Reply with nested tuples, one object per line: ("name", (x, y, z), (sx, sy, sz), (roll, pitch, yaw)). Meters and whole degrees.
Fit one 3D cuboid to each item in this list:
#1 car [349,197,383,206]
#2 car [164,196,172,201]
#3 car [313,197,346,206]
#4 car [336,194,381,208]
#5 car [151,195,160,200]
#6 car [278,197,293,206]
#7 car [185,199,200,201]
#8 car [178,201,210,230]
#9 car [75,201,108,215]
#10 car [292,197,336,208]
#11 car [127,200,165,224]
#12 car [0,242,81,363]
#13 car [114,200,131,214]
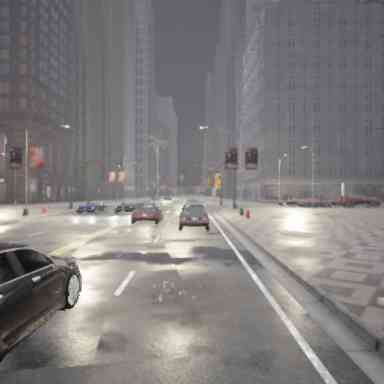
("car", (26.478, 1.452, 50.567), (4.206, 1.307, 1.802), (0, 0, -1))
("car", (-6.475, 1.700, 88.479), (1.895, 1.301, 4.718), (0, 0, 0))
("car", (20.839, 1.453, 50.482), (4.313, 1.339, 1.947), (0, 0, -1))
("car", (20.965, 1.131, 41.959), (5.009, 1.841, 2.192), (0, 0, -1))
("car", (-9.725, 1.605, 88.510), (1.837, 1.490, 4.892), (0, 0, 0))
("car", (15.200, 1.472, 50.396), (4.313, 1.339, 1.947), (0, 0, -1))
("car", (0.055, 1.426, 30.145), (1.837, 1.490, 4.892), (0, 0, 1))
("car", (0.113, 1.474, 20.387), (2.033, 1.411, 5.357), (0, 0, 0))
("car", (-9.768, 1.524, 32.638), (1.895, 1.301, 4.718), (0, 0, 1))
("car", (15.327, 1.417, 41.872), (4.206, 1.307, 1.802), (0, 0, -1))
("car", (-3.143, 1.485, 24.068), (1.994, 1.385, 4.181), (0, 0, 0))
("car", (-3.149, 1.478, 4.839), (1.837, 1.490, 4.892), (0, 0, 0))
("car", (-6.506, 1.524, 33.687), (1.895, 1.301, 4.718), (0, 0, 0))
